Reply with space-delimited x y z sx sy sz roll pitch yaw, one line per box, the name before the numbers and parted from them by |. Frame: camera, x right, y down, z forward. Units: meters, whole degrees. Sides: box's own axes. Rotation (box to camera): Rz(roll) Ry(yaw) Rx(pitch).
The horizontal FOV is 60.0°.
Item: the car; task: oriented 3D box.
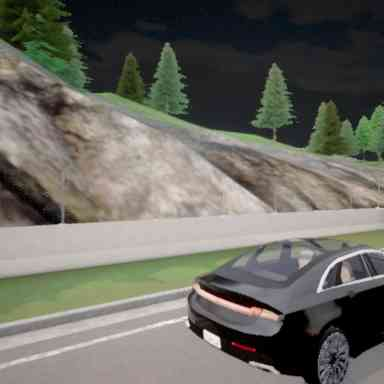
car | 2.205 1.495 5.277 4.902 1.511 2.128 0 0 -35
